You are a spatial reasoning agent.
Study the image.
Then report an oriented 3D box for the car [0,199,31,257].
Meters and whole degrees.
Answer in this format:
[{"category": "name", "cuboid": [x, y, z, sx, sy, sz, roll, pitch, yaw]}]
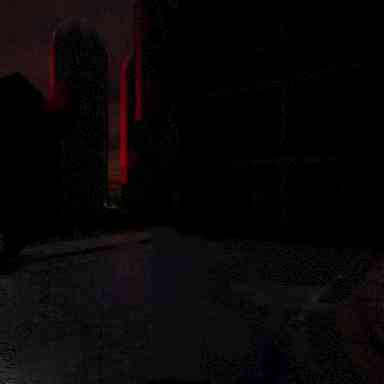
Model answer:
[{"category": "car", "cuboid": [-6.728, 1.208, 9.482, 3.866, 1.878, 1.905, -2, 6, -7]}]
